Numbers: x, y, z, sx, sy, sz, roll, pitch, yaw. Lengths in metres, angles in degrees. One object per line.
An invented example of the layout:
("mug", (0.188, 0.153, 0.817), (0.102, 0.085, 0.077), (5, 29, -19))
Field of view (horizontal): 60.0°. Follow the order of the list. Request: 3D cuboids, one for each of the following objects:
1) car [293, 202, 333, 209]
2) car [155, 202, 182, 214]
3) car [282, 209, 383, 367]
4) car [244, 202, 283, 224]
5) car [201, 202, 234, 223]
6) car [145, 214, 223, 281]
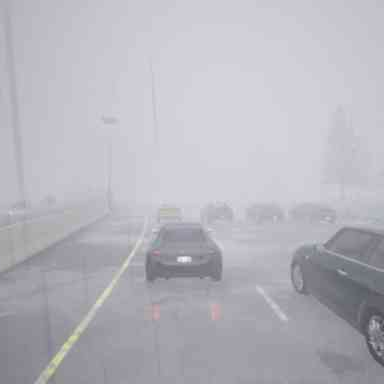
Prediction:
("car", (8.931, 1.520, 24.950), (1.837, 1.490, 4.892), (0, 0, -7))
("car", (-1.933, 1.518, 27.133), (1.882, 1.535, 5.008), (0, 0, -8))
("car", (3.391, 1.352, 5.921), (2.097, 1.767, 4.553), (0, 0, -2))
("car", (5.381, 1.528, 25.180), (1.837, 1.490, 4.892), (0, 0, -7))
("car", (1.825, 1.522, 25.336), (2.128, 1.511, 4.902), (0, 0, -7))
("car", (-0.288, 1.578, 9.941), (1.994, 1.385, 4.181), (0, 0, -3))
